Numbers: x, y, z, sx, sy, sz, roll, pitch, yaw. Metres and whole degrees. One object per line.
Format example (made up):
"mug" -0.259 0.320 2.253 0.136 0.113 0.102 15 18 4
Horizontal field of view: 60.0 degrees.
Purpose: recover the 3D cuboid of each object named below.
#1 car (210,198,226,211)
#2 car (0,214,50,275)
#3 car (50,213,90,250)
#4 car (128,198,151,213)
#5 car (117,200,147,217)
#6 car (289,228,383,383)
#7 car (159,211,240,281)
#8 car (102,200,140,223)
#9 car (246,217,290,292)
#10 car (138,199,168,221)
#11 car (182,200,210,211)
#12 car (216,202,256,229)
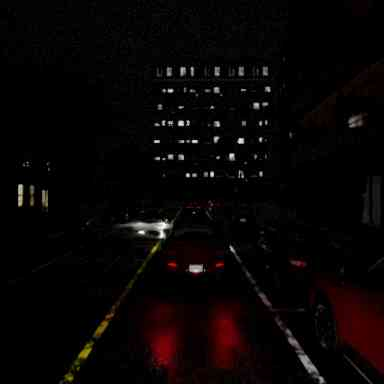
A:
"car" 2.843 1.399 37.014 1.967 1.590 4.097 1 0 0
"car" -5.620 1.429 8.547 1.967 1.590 4.097 1 0 0
"car" -5.609 1.564 14.233 1.802 1.307 4.206 1 0 0
"car" -5.723 1.484 36.811 1.752 1.417 4.829 1 0 0
"car" -5.567 1.515 31.294 2.008 1.369 4.403 1 0 0
"car" 2.715 1.311 2.898 2.192 1.841 5.009 1 0 0
"car" 0.109 1.513 9.660 1.812 1.442 4.674 0 0 1
"car" -5.581 1.535 25.606 1.947 1.339 4.313 1 0 0
"car" 2.724 1.571 8.585 1.802 1.307 4.206 1 0 0
"car" -3.028 1.446 27.041 1.882 1.535 5.008 0 0 0
"car" 0.163 1.458 29.076 2.128 1.511 4.902 0 0 0
"car" 2.752 1.542 19.958 1.947 1.339 4.313 1 0 0
